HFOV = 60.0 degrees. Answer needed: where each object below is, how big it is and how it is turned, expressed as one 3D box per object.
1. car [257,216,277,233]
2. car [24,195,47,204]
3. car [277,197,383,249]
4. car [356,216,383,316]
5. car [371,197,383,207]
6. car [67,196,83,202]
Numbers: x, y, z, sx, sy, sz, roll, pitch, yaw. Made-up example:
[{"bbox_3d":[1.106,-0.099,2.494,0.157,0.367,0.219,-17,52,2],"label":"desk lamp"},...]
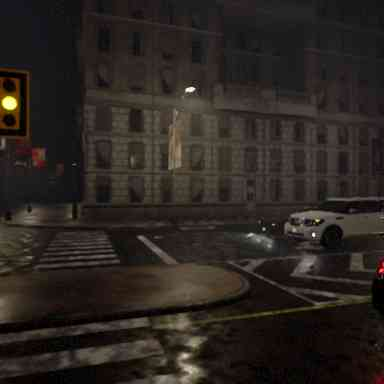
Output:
[{"bbox_3d":[6.269,1.550,18.090,5.357,1.411,2.033,0,0,-18],"label":"car"},{"bbox_3d":[-29.879,1.259,63.714,2.097,1.767,4.553,0,0,11],"label":"car"},{"bbox_3d":[6.858,1.227,14.599,5.566,2.045,2.150,0,0,-18],"label":"car"},{"bbox_3d":[5.402,1.359,5.516,4.553,1.767,2.097,0,0,-18],"label":"car"},{"bbox_3d":[29.861,1.538,50.255,1.837,1.490,4.892,0,0,-18],"label":"car"},{"bbox_3d":[-24.354,1.454,71.267,2.033,1.411,5.357,0,0,24],"label":"car"}]
